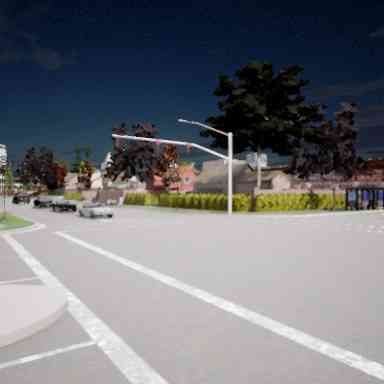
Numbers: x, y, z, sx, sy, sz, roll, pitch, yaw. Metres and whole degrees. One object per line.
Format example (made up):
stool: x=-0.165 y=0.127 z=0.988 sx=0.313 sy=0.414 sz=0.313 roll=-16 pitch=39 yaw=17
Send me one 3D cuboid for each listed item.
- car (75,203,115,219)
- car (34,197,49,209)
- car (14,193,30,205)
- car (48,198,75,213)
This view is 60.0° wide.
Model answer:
car: x=-8.588 y=1.624 z=29.729 sx=1.895 sy=1.301 sz=4.718 roll=0 pitch=0 yaw=-36
car: x=-20.659 y=1.500 z=46.390 sx=1.882 sy=1.535 sz=5.008 roll=0 pitch=0 yaw=-36
car: x=-31.469 y=1.236 z=61.438 sx=2.150 sy=2.045 sz=5.566 roll=0 pitch=0 yaw=-36
car: x=-14.501 y=1.623 z=37.879 sx=1.895 sy=1.301 sz=4.718 roll=0 pitch=0 yaw=-36
